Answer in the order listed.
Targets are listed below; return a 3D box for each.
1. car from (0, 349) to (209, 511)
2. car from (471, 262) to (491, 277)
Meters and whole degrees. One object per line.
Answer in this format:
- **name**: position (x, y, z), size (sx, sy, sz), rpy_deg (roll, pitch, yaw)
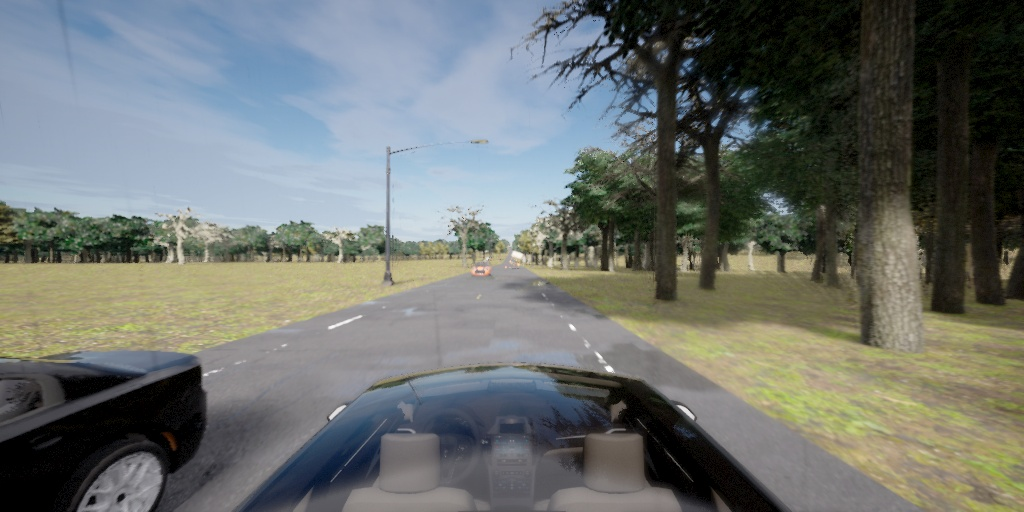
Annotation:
- **car**: position (-3.601, 1.222, 1.026), size (1.882, 1.535, 5.008), rpy_deg (0, -1, 0)
- **car**: position (-3.576, 1.500, 42.340), size (2.097, 1.767, 4.553), rpy_deg (0, -1, 0)
